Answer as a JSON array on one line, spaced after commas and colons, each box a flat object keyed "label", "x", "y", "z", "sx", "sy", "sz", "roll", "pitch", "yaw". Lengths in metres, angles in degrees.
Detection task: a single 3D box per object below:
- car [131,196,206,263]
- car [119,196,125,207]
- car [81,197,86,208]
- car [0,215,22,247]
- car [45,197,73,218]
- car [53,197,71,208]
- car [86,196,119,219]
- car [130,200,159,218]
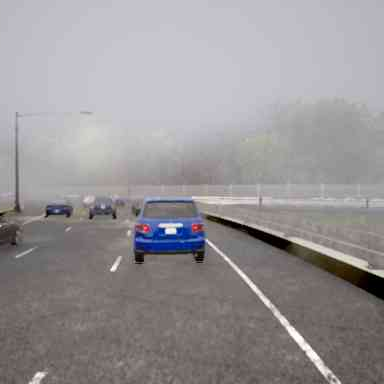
[{"label": "car", "x": -0.858, "y": 1.162, "z": 11.890, "sx": 2.150, "sy": 2.045, "sz": 5.566, "roll": 0, "pitch": 0, "yaw": -6}, {"label": "car", "x": -10.871, "y": 1.318, "z": 47.171, "sx": 1.812, "sy": 1.442, "sz": 4.674, "roll": 0, "pitch": 0, "yaw": -25}, {"label": "car", "x": -14.014, "y": 1.334, "z": 45.617, "sx": 1.812, "sy": 1.442, "sz": 4.674, "roll": 0, "pitch": 0, "yaw": -25}, {"label": "car", "x": -7.865, "y": 1.469, "z": 12.086, "sx": 1.837, "sy": 1.490, "sz": 4.892, "roll": 0, "pitch": 0, "yaw": -7}, {"label": "car", "x": -11.554, "y": 1.366, "z": 29.123, "sx": 1.882, "sy": 1.535, "sz": 5.008, "roll": 0, "pitch": 0, "yaw": -16}, {"label": "car", "x": -17.842, "y": 1.389, "z": 45.548, "sx": 1.994, "sy": 1.385, "sz": 4.181, "roll": 0, "pitch": 0, "yaw": -25}, {"label": "car", "x": -7.594, "y": 1.230, "z": 28.285, "sx": 2.097, "sy": 1.767, "sz": 4.553, "roll": 0, "pitch": 0, "yaw": -15}, {"label": "car", "x": -4.357, "y": 1.460, "z": 29.905, "sx": 1.895, "sy": 1.301, "sz": 4.718, "roll": 0, "pitch": 0, "yaw": -16}]
